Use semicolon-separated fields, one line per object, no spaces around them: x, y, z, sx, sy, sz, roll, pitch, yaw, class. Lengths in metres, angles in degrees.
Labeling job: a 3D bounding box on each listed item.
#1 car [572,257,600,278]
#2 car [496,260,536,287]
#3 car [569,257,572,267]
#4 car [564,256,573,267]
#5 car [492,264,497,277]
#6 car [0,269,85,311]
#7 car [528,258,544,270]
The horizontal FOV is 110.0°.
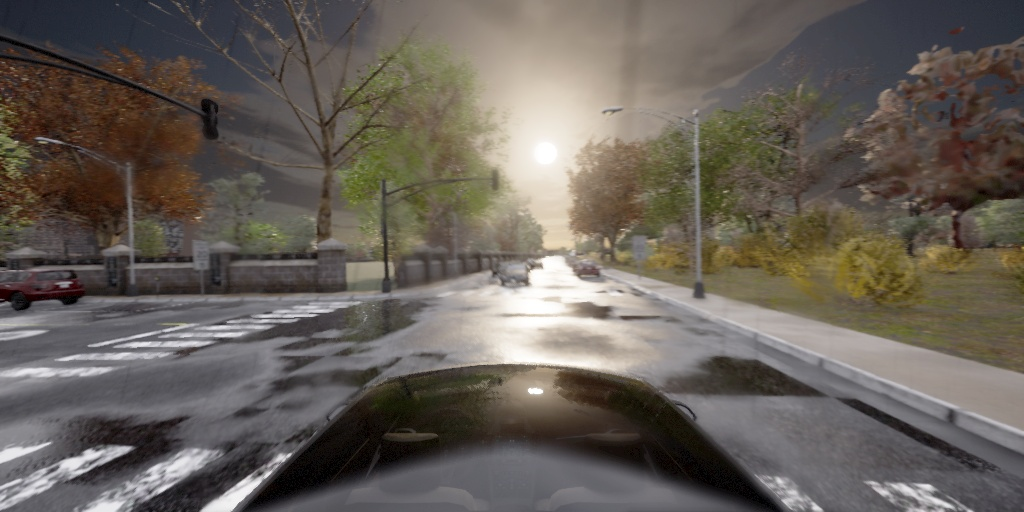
6.664;1.022;31.689;1.967;1.591;4.097;0;0;7;car
0.377;1.261;24.750;1.812;1.442;4.674;-1;0;7;car
7.686;1.099;40.329;1.888;1.381;4.507;0;0;7;car
9.796;1.064;57.264;1.948;1.339;4.313;0;0;7;car
-0.838;1.311;35.664;1.948;1.339;4.313;0;0;7;car
-23.630;1.568;17.326;5.009;1.841;2.192;0;0;6;car
3.526;1.228;50.034;1.895;1.301;4.718;-1;0;7;car
